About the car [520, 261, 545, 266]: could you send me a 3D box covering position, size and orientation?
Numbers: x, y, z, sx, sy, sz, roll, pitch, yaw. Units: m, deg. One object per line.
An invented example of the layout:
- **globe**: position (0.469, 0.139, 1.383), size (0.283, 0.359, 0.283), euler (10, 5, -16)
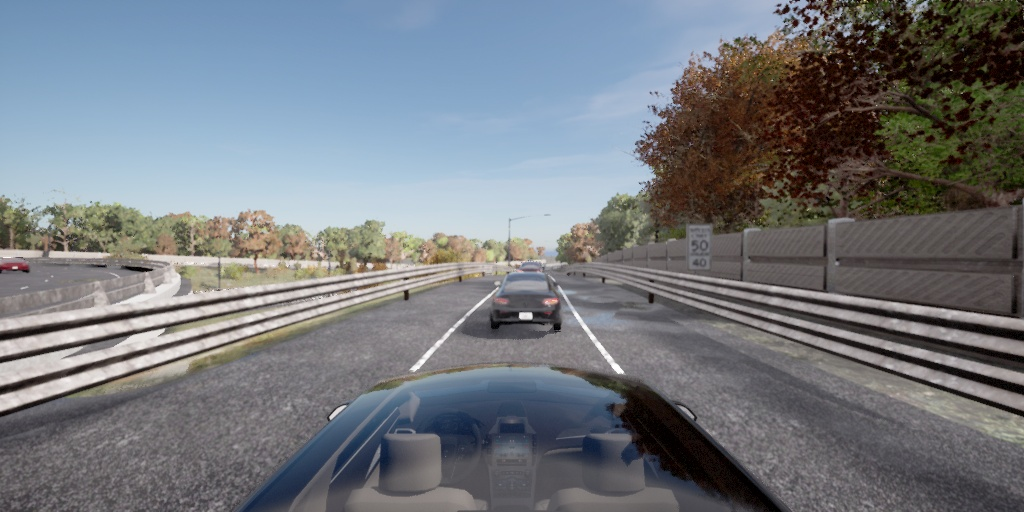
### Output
- **car**: position (1.234, 1.132, 23.940), size (1.812, 1.442, 4.674), euler (0, 0, 4)

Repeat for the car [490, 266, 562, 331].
- **car**: position (0.434, 1.186, 10.556), size (1.812, 1.442, 4.674), euler (0, 1, 3)

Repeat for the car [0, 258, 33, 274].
- **car**: position (-49.354, 0.939, 35.433), size (4.674, 1.442, 1.812), euler (0, 1, 32)
